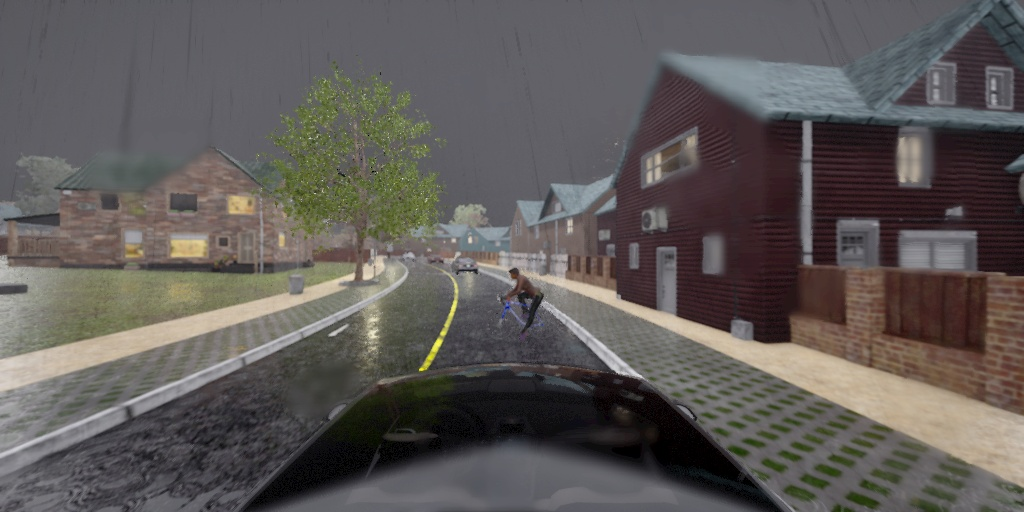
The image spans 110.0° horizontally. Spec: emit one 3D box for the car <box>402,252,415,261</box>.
[{"bbox_3d":[-17.297,0.076,59.948,1.812,1.442,4.674,0,1,-20],"label":"car"}]

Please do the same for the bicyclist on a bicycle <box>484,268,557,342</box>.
[{"bbox_3d":[0.202,1.087,8.023,1.656,1.620,0.582,0,1,-4],"label":"bicyclist on a bicycle"}]

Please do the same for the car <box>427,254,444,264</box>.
[{"bbox_3d":[-10.796,0.408,50.453,1.895,1.301,4.718,0,1,-20],"label":"car"}]

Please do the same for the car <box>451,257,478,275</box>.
[{"bbox_3d":[-4.169,0.814,31.030,2.033,1.411,5.357,0,1,-16],"label":"car"}]
